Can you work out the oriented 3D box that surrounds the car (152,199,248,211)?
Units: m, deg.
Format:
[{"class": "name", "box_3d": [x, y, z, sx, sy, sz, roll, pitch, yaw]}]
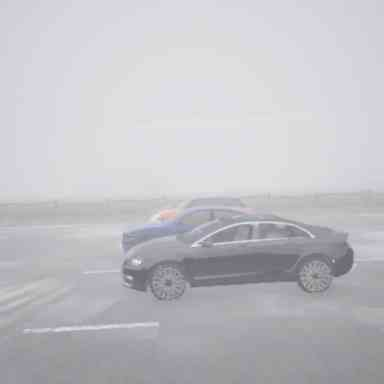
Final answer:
[{"class": "car", "box_3d": [0.273, 1.189, 10.741, 5.008, 1.535, 1.882, -2, 1, -4]}]

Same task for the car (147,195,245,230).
[{"class": "car", "box_3d": [0.173, 1.033, 17.747, 4.902, 1.511, 2.128, -2, 1, -4]}]

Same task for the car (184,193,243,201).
[{"class": "car", "box_3d": [0.349, 0.974, 14.249, 4.553, 1.767, 2.097, -2, 1, -4]}]

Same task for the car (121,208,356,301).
[{"class": "car", "box_3d": [0.954, 1.269, 7.279, 4.902, 1.511, 2.128, -2, 1, -4]}]
